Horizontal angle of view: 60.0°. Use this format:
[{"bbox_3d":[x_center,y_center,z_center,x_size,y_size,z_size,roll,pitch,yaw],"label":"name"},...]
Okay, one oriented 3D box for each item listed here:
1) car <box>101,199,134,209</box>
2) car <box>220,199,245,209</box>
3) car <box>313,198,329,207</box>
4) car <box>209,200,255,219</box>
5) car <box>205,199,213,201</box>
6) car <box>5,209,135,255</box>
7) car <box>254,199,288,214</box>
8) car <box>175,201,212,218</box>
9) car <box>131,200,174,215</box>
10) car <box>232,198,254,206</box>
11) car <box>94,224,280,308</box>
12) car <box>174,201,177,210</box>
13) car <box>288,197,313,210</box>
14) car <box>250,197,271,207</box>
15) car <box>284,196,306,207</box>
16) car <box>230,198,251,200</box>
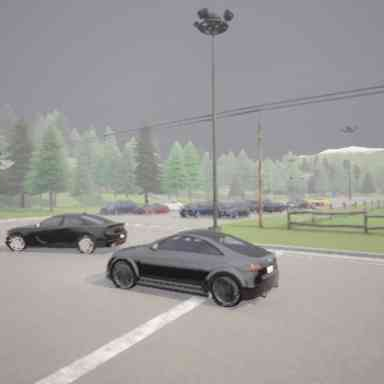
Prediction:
[{"bbox_3d":[-8.317,1.719,38.167,2.097,1.767,4.553,-1,-1,35],"label":"car"},{"bbox_3d":[6.507,1.846,52.596,1.812,1.442,4.674,-1,-1,36],"label":"car"},{"bbox_3d":[20.991,1.663,54.603,1.882,1.535,5.008,-1,-1,36],"label":"car"},{"bbox_3d":[3.836,1.753,31.119,1.994,1.385,4.181,-1,-1,36],"label":"car"},{"bbox_3d":[0.552,1.885,44.458,1.994,1.385,4.181,-1,-1,36],"label":"car"},{"bbox_3d":[-5.206,1.632,13.798,5.008,1.535,1.882,-1,-1,12],"label":"car"},{"bbox_3d":[8.987,1.789,38.205,1.895,1.301,4.718,-1,-1,36],"label":"car"},{"bbox_3d":[0.711,1.834,32.765,1.895,1.301,4.718,-1,-1,33],"label":"car"},{"bbox_3d":[-4.389,1.886,37.663,1.994,1.385,4.181,-1,-1,36],"label":"car"},{"bbox_3d":[9.714,1.855,62.863,2.128,1.511,4.902,-1,-1,37],"label":"car"},{"bbox_3d":[-0.068,1.623,8.061,4.181,1.385,1.994,-1,-1,31],"label":"car"},{"bbox_3d":[-3.151,1.892,45.299,1.812,1.442,4.674,-1,0,36],"label":"car"},{"bbox_3d":[14.520,1.677,45.783,2.128,1.511,4.902,-1,0,36],"label":"car"},{"bbox_3d":[12.586,1.796,60.820,1.882,1.535,5.008,-1,-1,36],"label":"car"},{"bbox_3d":[17.053,1.583,55.150,2.097,1.767,4.553,-1,-1,37],"label":"car"},{"bbox_3d":[5.891,1.797,39.903,1.994,1.385,4.181,-1,-1,36],"label":"car"}]
